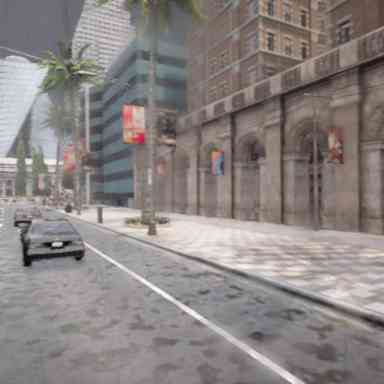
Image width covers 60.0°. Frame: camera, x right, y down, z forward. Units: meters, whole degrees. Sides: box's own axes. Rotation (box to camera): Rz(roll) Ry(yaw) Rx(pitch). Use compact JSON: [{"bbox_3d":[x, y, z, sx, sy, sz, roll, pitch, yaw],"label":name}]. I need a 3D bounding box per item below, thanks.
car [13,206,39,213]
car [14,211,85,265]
[{"bbox_3d":[-12.570,1.805,25.456,2.033,1.411,5.357,0,0,-29],"label":"car"},{"bbox_3d":[-5.308,1.664,12.331,2.033,1.411,5.357,0,0,-29],"label":"car"}]
